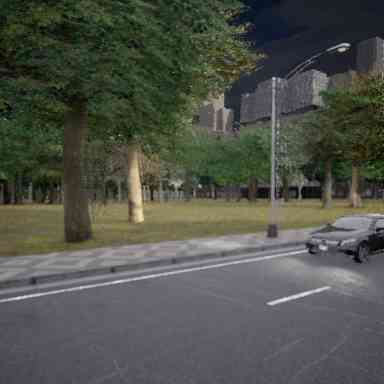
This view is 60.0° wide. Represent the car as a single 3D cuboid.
[{"bbox_3d":[6.082,1.515,11.935,4.674,1.442,1.812,0,0,-35],"label":"car"}]
